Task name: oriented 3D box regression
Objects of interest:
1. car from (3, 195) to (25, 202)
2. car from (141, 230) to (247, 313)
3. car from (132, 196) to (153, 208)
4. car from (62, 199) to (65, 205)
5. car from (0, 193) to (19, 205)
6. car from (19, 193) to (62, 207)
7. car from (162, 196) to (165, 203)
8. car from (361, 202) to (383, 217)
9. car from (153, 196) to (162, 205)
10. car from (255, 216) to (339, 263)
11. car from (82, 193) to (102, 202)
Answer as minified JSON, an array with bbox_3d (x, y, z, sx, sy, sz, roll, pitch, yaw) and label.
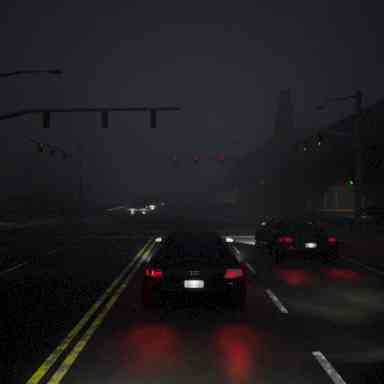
[{"bbox_3d":[-39.041,1.364,72.838,3.905,1.438,1.784,0,0,0],"label":"car"},{"bbox_3d":[0.043,1.564,7.773,1.994,1.385,4.181,0,0,0],"label":"car"},{"bbox_3d":[-7.316,1.478,47.806,1.882,1.535,5.008,0,0,1],"label":"car"},{"bbox_3d":[-21.516,1.156,50.363,3.866,1.878,1.905,0,0,0],"label":"car"},{"bbox_3d":[-39.101,1.153,69.941,4.605,1.855,1.932,0,0,0],"label":"car"},{"bbox_3d":[-21.566,1.153,47.469,4.605,1.855,1.932,0,0,0],"label":"car"},{"bbox_3d":[-6.745,1.524,70.115,1.812,1.442,4.674,0,0,1],"label":"car"},{"bbox_3d":[18.678,1.547,30.863,5.357,1.411,2.033,0,0,0],"label":"car"},{"bbox_3d":[-7.112,1.491,58.182,2.128,1.511,4.902,0,0,2],"label":"car"},{"bbox_3d":[3.544,1.564,11.953,1.994,1.385,4.181,0,0,0],"label":"car"},{"bbox_3d":[-21.581,1.156,69.986,3.866,1.878,1.905,0,0,0],"label":"car"}]
